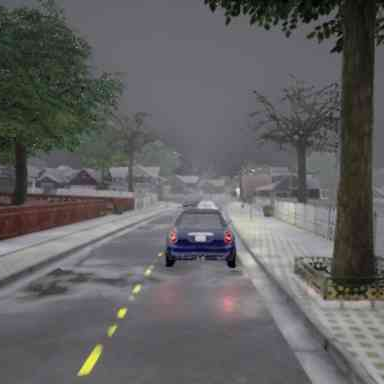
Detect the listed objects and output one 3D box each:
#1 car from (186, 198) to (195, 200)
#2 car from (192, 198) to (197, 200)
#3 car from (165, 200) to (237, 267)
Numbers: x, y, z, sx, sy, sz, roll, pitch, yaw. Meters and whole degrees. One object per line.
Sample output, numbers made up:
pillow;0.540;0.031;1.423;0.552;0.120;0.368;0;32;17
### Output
car;-0.053;1.546;45.044;2.033;1.411;5.357;0;0;7
car;1.192;1.509;27.477;1.812;1.442;4.674;0;0;5
car;0.332;1.338;11.578;2.097;1.767;4.553;0;0;2
